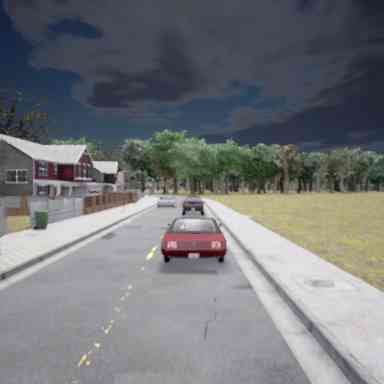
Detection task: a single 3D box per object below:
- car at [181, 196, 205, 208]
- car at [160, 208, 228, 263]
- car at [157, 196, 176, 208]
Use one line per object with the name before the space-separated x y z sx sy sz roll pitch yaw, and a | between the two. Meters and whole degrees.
car | 0.082 1.120 29.420 1.837 1.490 4.892 0 0 0
car | 0.088 1.452 11.371 1.895 1.301 4.718 0 1 1
car | -2.873 1.114 37.467 1.895 1.301 4.718 0 1 0
